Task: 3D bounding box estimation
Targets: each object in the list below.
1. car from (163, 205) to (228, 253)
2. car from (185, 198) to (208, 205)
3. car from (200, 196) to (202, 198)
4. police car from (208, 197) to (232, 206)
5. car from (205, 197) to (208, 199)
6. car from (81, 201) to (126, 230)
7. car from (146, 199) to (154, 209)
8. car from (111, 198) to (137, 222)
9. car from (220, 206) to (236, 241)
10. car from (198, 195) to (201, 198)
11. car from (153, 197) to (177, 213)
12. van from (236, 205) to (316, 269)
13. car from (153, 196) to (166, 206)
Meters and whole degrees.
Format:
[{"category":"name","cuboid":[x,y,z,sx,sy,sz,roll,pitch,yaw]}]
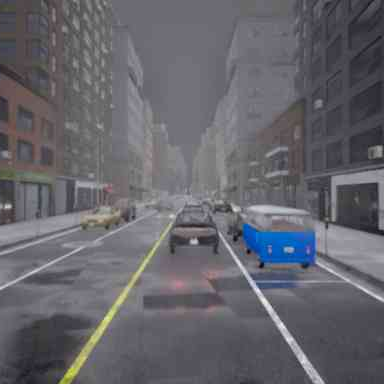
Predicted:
[{"category":"car","cuboid":[0.082,1.528,13.901,2.128,1.511,4.902,0,0,0]},{"category":"car","cuboid":[0.086,1.574,29.736,2.128,1.511,4.902,0,0,0]},{"category":"car","cuboid":[2.677,1.716,54.978,1.887,1.381,4.507,0,0,0]},{"category":"police car","cuboid":[3.134,1.527,35.708,1.930,1.638,5.238,0,0,0]},{"category":"car","cuboid":[3.114,1.478,42.568,2.097,1.767,4.553,0,0,0]},{"category":"car","cuboid":[-5.849,1.584,21.842,1.752,1.417,4.829,1,0,0]},{"category":"car","cuboid":[-5.850,1.675,49.306,1.752,1.417,4.829,0,0,0]},{"category":"car","cuboid":[-5.848,1.391,27.505,2.192,1.841,5.009,1,0,0]},{"category":"car","cuboid":[2.681,1.595,16.538,2.008,1.369,4.403,1,0,0]},{"category":"car","cuboid":[2.676,1.767,65.960,2.008,1.369,4.403,0,0,0]},{"category":"car","cuboid":[-3.096,1.619,39.279,1.837,1.490,4.892,0,0,0]},{"category":"van","cuboid":[2.683,1.370,11.047,1.690,1.788,3.998,1,0,0]},{"category":"car","cuboid":[-5.849,1.633,60.462,1.967,1.590,4.097,0,0,0]}]
